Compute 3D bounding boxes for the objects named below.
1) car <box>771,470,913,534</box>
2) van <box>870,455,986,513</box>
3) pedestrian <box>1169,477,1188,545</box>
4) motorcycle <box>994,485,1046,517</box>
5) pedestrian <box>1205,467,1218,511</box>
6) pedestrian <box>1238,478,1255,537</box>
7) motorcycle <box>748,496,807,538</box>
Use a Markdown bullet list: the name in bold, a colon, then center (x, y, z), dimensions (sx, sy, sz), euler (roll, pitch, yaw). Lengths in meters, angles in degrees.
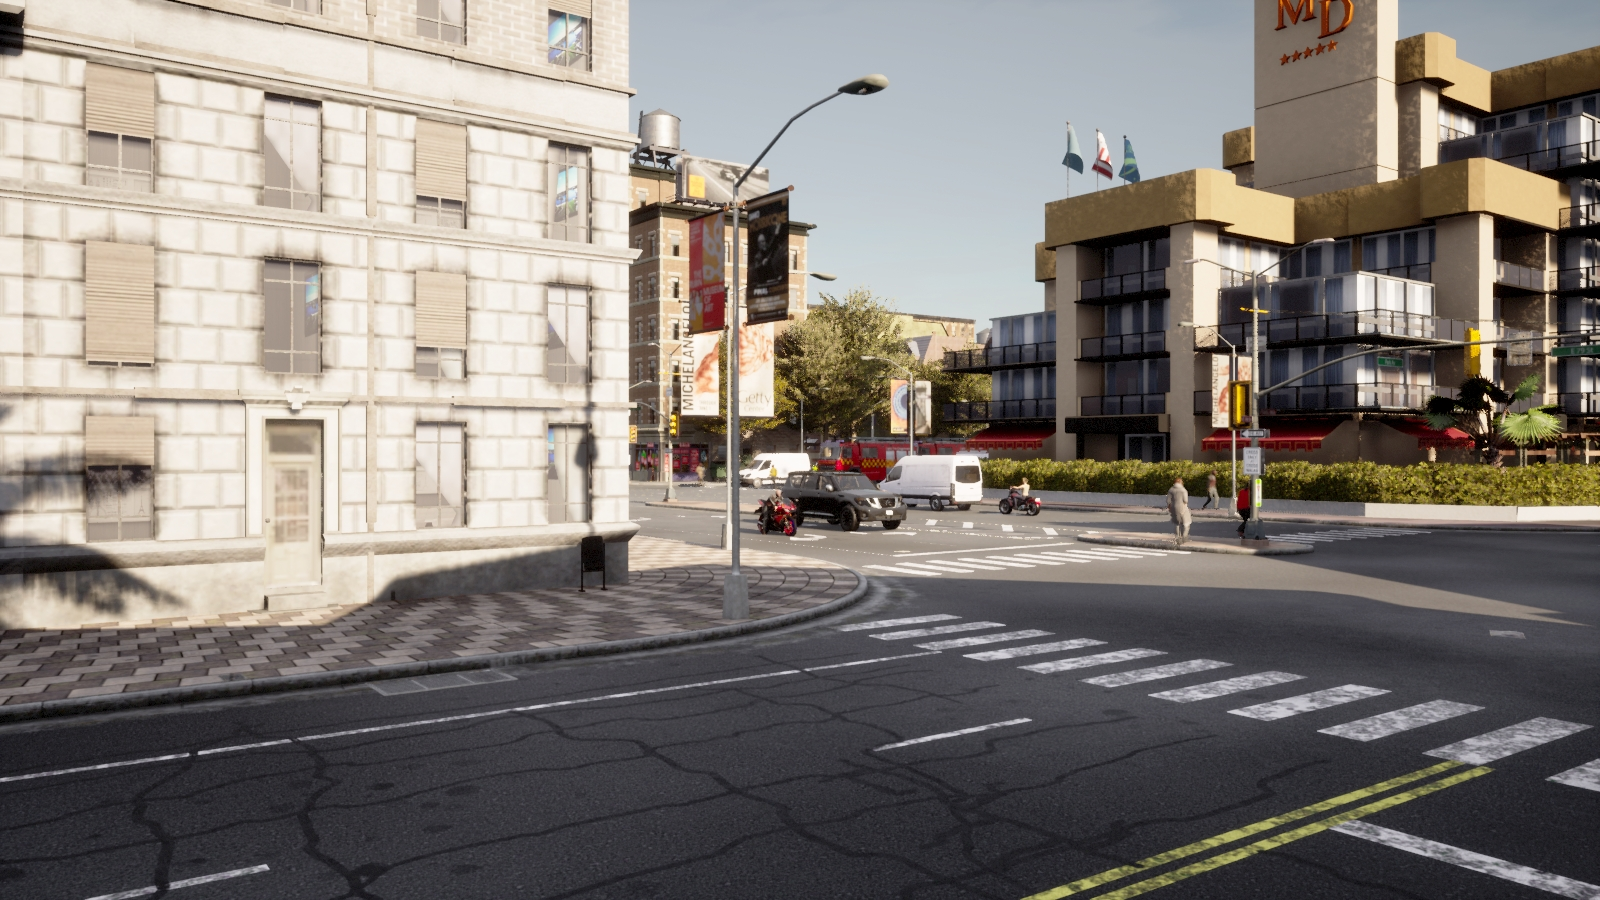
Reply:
- **car**: center (1.410, 1.779, 41.176), dimensions (2.150, 2.045, 5.566), euler (0, 0, -35)
- **van**: center (5.947, 1.534, 54.072), dimensions (1.988, 2.561, 5.915), euler (0, 0, -36)
- **pedestrian**: center (10.620, 1.704, 32.067), dimensions (0.375, 1.860, 0.375), euler (0, 0, 43)
- **motorcycle**: center (9.406, 2.170, 48.968), dimensions (0.764, 1.277, 2.356), euler (0, 0, -34)
- **pedestrian**: center (17.934, 1.696, 49.798), dimensions (0.375, 1.860, 0.375), euler (0, 0, -30)
- **pedestrian**: center (14.419, 1.848, 36.872), dimensions (0.375, 1.860, 0.375), euler (0, 0, -35)
- **motorcycle**: center (-0.756, 2.205, 37.717), dimensions (0.867, 1.251, 2.209), euler (0, 0, -36)
